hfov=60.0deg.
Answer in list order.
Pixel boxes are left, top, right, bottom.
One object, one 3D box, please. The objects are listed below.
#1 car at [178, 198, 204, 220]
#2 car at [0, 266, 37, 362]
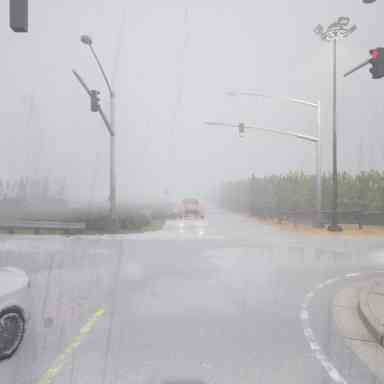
[{"bbox_3d":[-0.125,1.332,28.820,2.097,1.767,4.553,0,0,-3],"label":"car"},{"bbox_3d":[-3.579,1.551,3.338,1.812,1.442,4.674,-1,0,11],"label":"car"}]
